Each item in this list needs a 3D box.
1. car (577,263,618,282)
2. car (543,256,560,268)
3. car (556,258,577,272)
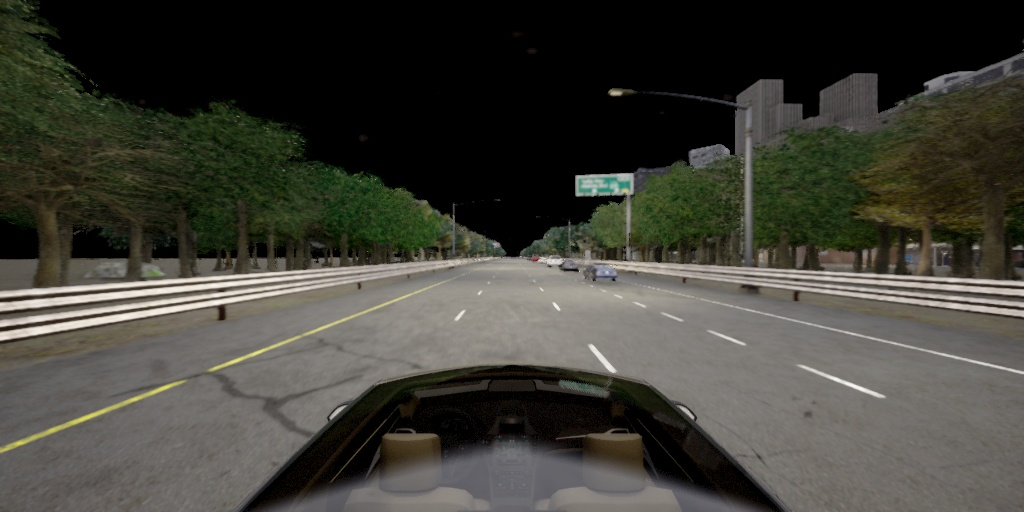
[{"bbox_3d":[7.032,1.291,29.072,2.033,1.411,5.357,0,0,0],"label":"car"},{"bbox_3d":[7.114,0.945,61.039,2.150,2.045,5.566,0,0,0],"label":"car"},{"bbox_3d":[7.074,1.295,45.068,1.994,1.385,4.181,0,0,0],"label":"car"}]
